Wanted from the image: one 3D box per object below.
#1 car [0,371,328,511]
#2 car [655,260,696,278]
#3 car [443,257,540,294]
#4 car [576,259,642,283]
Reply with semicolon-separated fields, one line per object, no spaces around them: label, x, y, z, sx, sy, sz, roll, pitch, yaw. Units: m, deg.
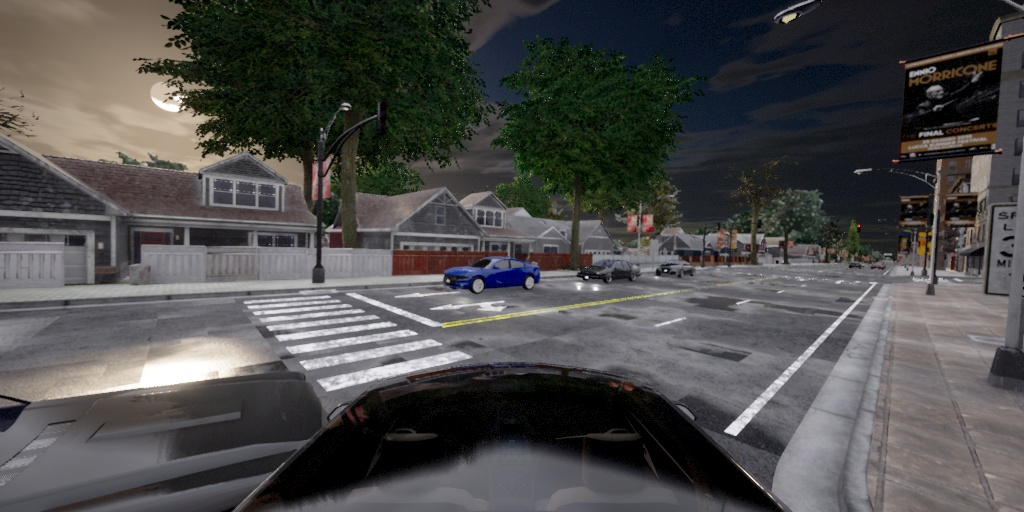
car;-3.322;1.278;1.500;4.718;1.301;1.895;1;2;-33
car;13.809;1.008;30.193;4.181;1.385;1.994;1;2;-43
car;-0.825;0.784;16.639;5.008;1.535;1.882;0;2;-43
car;6.476;0.921;23.416;5.357;1.411;2.033;1;2;-43
